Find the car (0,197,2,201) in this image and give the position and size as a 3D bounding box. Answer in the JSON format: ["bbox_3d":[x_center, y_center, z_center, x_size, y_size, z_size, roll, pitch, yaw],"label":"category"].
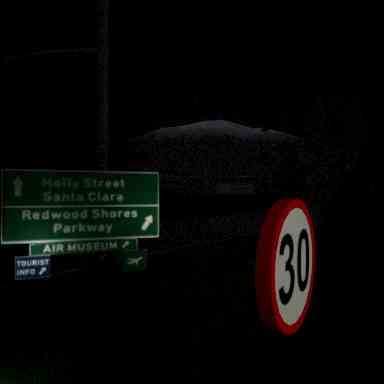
[{"bbox_3d":[-12.447,1.505,26.033,1.905,1.878,3.866,0,0,35],"label":"car"}]

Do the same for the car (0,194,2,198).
[{"bbox_3d":[-38.761,1.489,69.909,4.514,1.523,2.007,0,0,35],"label":"car"}]
